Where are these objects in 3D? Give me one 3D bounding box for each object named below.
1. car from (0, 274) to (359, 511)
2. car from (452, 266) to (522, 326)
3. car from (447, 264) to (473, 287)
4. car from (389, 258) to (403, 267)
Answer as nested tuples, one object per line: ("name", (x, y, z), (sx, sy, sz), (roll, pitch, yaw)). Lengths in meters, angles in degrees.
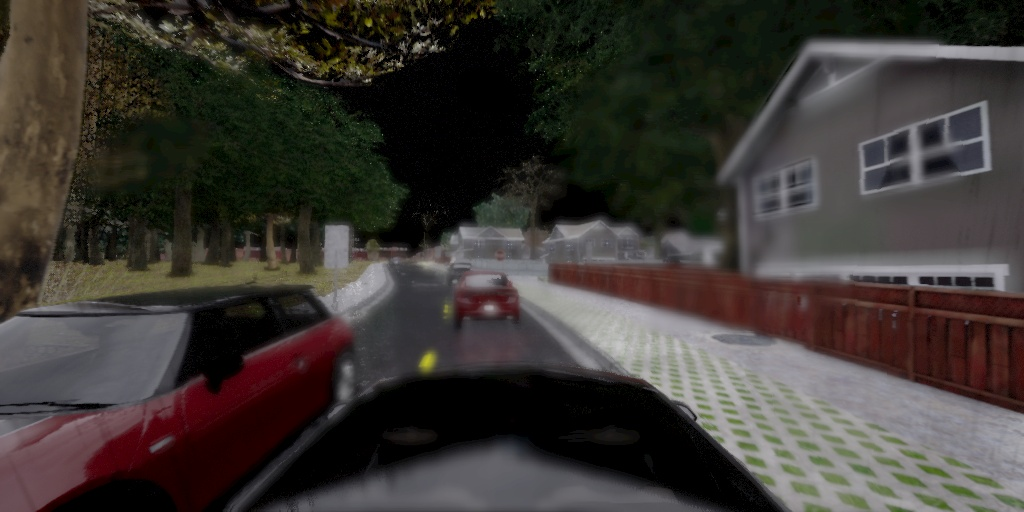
("car", (-3.052, 1.108, 2.953), (2.097, 1.767, 4.553), (0, 0, -3))
("car", (-0.896, 1.249, 11.945), (1.882, 1.535, 5.008), (0, 0, -8))
("car", (-3.419, 1.277, 25.073), (1.837, 1.490, 4.892), (0, 0, -11))
("car", (-18.802, 1.051, 58.455), (2.128, 1.511, 4.902), (1, 0, -20))
